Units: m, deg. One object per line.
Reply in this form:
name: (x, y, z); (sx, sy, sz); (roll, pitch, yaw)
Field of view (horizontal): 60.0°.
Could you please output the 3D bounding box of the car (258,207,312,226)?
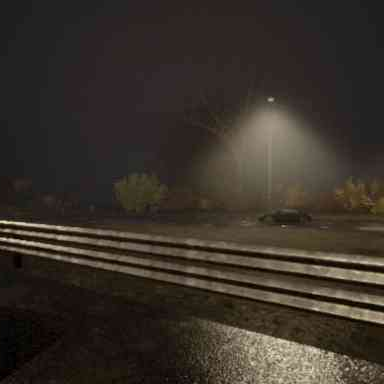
car: (7.477, 1.918, 26.885); (4.181, 1.385, 1.994); (0, 0, 13)
